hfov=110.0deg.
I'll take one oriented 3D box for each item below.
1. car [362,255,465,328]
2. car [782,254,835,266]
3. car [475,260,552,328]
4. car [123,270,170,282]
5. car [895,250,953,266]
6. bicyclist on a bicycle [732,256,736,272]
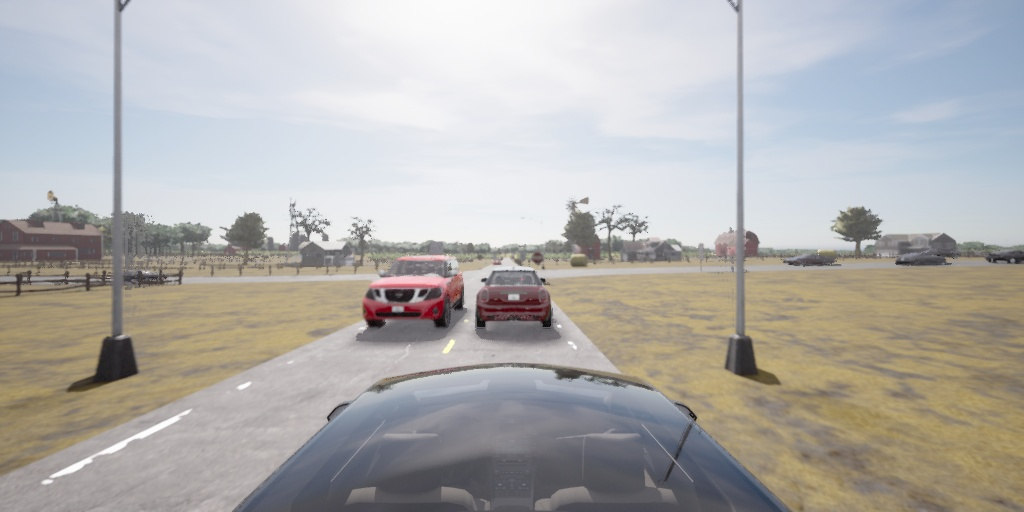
[{"bbox_3d":[-2.878,0.990,11.786,2.150,2.045,5.566,0,0,0],"label":"car"},{"bbox_3d":[36.276,0.472,43.859,5.357,1.411,2.033,-1,1,0],"label":"car"},{"bbox_3d":[0.050,1.118,11.619,2.097,1.767,4.553,0,0,0],"label":"car"},{"bbox_3d":[-41.035,2.198,39.799,4.718,1.301,1.895,0,1,0],"label":"car"},{"bbox_3d":[45.904,0.338,40.280,4.181,1.385,1.994,-1,1,1],"label":"car"},{"bbox_3d":[22.722,0.815,36.208,0.582,1.620,1.656,-1,0,0],"label":"bicyclist on a bicycle"}]
